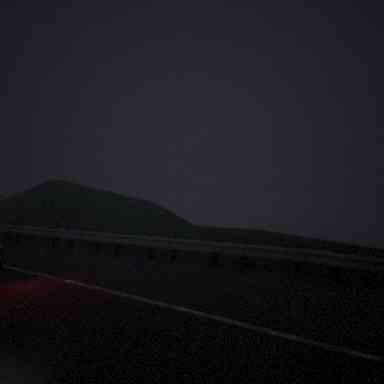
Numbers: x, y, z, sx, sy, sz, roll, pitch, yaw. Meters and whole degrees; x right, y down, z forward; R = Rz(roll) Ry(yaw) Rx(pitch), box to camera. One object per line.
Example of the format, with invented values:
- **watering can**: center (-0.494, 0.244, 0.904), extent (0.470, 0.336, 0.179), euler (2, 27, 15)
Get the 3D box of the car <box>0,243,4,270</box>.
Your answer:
- **car**: center (-6.771, 1.467, 8.624), extent (4.674, 1.442, 1.812), euler (0, 0, 32)
